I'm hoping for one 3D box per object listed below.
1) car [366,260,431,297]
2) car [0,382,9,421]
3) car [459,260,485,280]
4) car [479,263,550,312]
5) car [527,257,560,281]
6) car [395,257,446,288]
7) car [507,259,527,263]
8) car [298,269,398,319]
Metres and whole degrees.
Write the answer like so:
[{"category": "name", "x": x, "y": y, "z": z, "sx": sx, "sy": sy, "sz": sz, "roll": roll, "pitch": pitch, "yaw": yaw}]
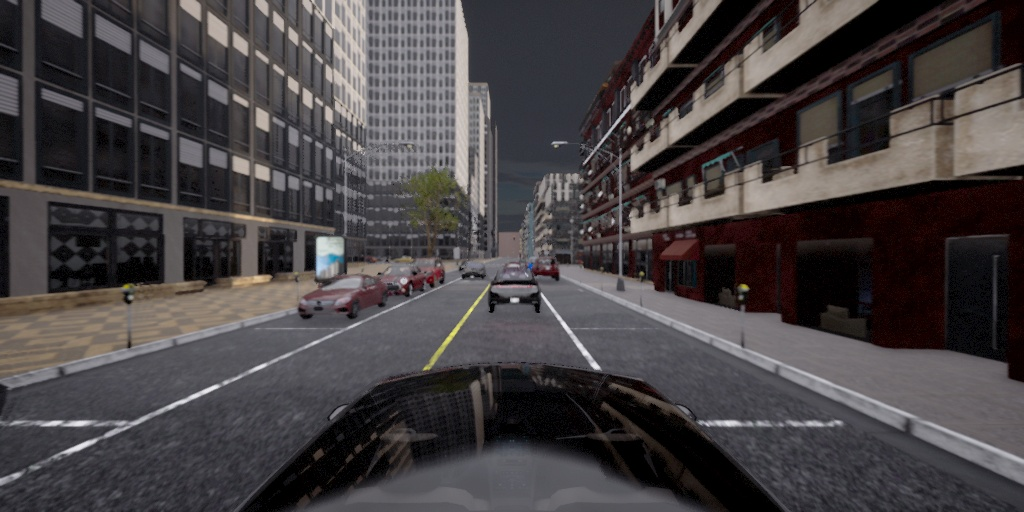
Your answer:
[{"category": "car", "x": -5.691, "y": 1.158, "z": 18.192, "sx": 1.967, "sy": 1.591, "sz": 4.097, "roll": 0, "pitch": 0, "yaw": 0}, {"category": "car", "x": -5.691, "y": 1.301, "z": 1.539, "sx": 2.007, "sy": 1.370, "sz": 4.403, "roll": 0, "pitch": 0, "yaw": 0}, {"category": "car", "x": -3.102, "y": 1.242, "z": 30.592, "sx": 2.033, "sy": 1.411, "sz": 5.357, "roll": 0, "pitch": 0, "yaw": 0}, {"category": "car", "x": 0.093, "y": 1.217, "z": 14.045, "sx": 2.128, "sy": 1.511, "sz": 4.902, "roll": 0, "pitch": 0, "yaw": 0}, {"category": "car", "x": 2.690, "y": 1.012, "z": 29.295, "sx": 2.192, "sy": 1.841, "sz": 5.009, "roll": 0, "pitch": 0, "yaw": 0}, {"category": "car", "x": -5.690, "y": 1.022, "z": 23.743, "sx": 2.192, "sy": 1.841, "sz": 5.009, "roll": 0, "pitch": 0, "yaw": 0}, {"category": "car", "x": 0.095, "y": 1.221, "z": 30.337, "sx": 1.812, "sy": 1.442, "sz": 4.674, "roll": 0, "pitch": 0, "yaw": 0}, {"category": "car", "x": -5.691, "y": 1.310, "z": 12.641, "sx": 1.802, "sy": 1.307, "sz": 4.207, "roll": 0, "pitch": 0, "yaw": 0}]
